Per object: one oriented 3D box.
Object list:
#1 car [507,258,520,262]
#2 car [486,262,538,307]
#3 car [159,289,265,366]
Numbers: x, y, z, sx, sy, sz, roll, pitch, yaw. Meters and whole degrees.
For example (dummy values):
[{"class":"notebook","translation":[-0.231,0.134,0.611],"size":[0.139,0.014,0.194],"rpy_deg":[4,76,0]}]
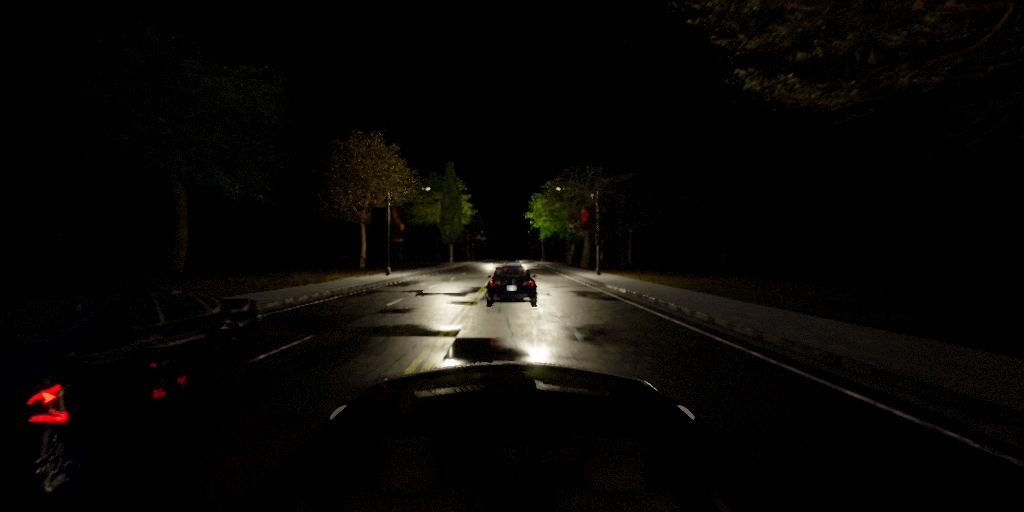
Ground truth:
[{"class":"car","translation":[0.092,1.144,31.875],"size":[2.033,1.411,5.357],"rpy_deg":[0,0,0]},{"class":"car","translation":[-0.006,1.177,15.096],"size":[2.163,1.488,4.792],"rpy_deg":[0,0,0]},{"class":"car","translation":[-6.577,1.273,5.789],"size":[2.033,1.411,5.357],"rpy_deg":[0,0,0]}]
